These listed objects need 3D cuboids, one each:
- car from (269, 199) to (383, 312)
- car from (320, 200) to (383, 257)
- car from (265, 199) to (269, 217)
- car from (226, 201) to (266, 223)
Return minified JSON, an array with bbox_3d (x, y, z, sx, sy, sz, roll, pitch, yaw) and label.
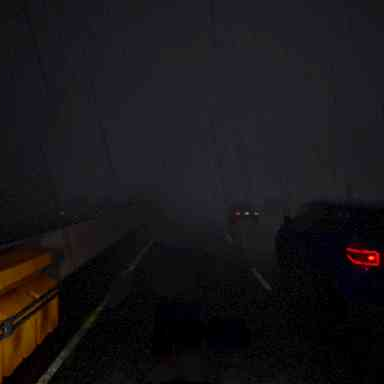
[{"bbox_3d":[3.549,1.181,7.752,2.150,2.045,5.566,0,0,1],"label":"car"},{"bbox_3d":[7.083,1.283,13.361,2.097,1.767,4.553,0,0,0],"label":"car"},{"bbox_3d":[7.086,1.340,28.861,2.128,1.511,4.902,0,0,0],"label":"car"},{"bbox_3d":[3.567,1.422,23.966,2.033,1.411,5.357,0,0,0],"label":"car"}]
